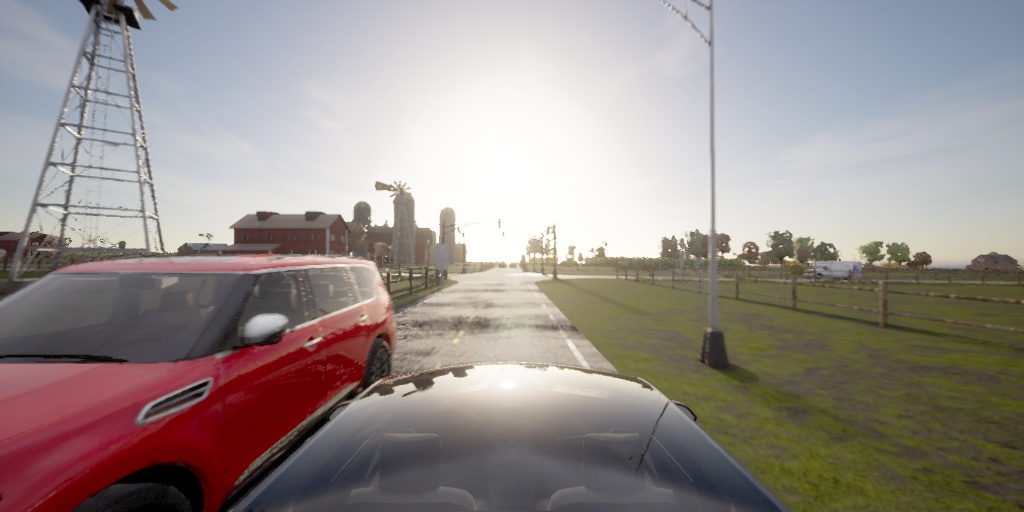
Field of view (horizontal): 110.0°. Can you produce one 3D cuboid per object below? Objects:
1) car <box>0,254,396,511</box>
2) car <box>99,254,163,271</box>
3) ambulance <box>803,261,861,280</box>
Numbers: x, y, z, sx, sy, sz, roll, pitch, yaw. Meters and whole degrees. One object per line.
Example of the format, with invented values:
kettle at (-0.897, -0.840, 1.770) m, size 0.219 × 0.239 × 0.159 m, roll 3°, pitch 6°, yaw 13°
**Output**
car at (-2.849, 0.990, 3.357) m, size 2.150 × 2.045 × 5.566 m, roll 0°, pitch -1°, yaw 0°
car at (-47.128, 0.827, 44.423) m, size 5.566 × 2.045 × 2.150 m, roll 1°, pitch -2°, yaw 1°
ambulance at (42.429, 1.947, 47.689) m, size 6.366 × 2.431 × 2.351 m, roll 1°, pitch -2°, yaw 0°
